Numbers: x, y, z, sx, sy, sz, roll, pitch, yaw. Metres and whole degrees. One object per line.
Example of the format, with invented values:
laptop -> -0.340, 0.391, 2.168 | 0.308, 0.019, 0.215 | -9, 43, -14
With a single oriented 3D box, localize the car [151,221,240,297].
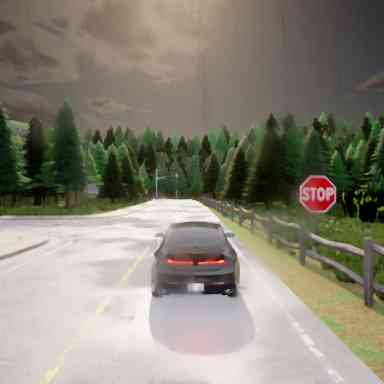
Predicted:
car -> 0.076, 1.501, 8.532 | 1.837, 1.490, 4.892 | 0, 0, 0
